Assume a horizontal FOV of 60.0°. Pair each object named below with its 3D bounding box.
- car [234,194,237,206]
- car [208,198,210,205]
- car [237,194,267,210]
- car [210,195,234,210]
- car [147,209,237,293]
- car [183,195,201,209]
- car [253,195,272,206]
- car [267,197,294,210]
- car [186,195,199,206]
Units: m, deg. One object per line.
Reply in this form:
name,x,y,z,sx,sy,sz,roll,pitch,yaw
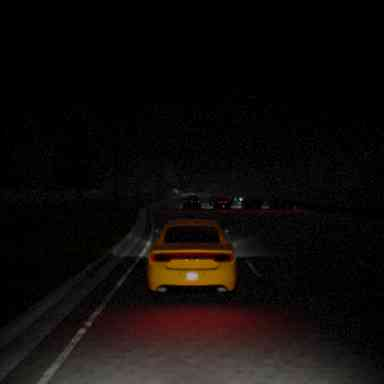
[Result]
car,7.013,1.098,49.767,2.097,1.767,4.553,0,0,0
car,3.514,1.251,49.798,1.837,1.490,4.892,0,0,0
car,7.011,1.290,39.378,2.128,1.511,4.902,0,0,0
car,3.511,1.304,39.379,1.837,1.490,4.892,0,0,0
car,0.002,1.432,8.772,1.882,1.535,5.008,0,0,0
car,0.011,1.149,39.766,2.097,1.767,4.553,0,0,0
car,10.514,1.271,49.797,1.812,1.442,4.674,0,0,0
car,10.511,1.276,39.377,1.882,1.535,5.008,0,0,0
car,0.014,1.251,49.799,1.837,1.490,4.892,0,0,0
